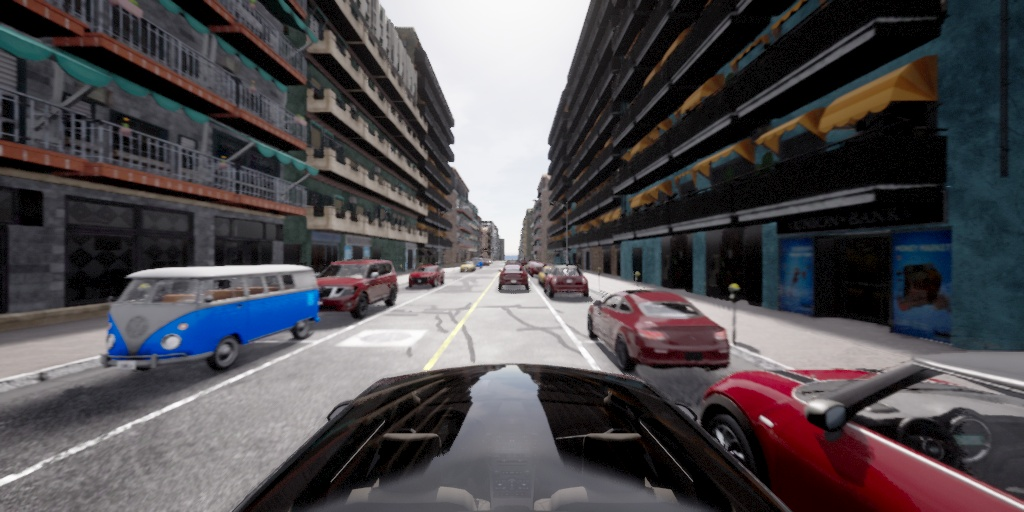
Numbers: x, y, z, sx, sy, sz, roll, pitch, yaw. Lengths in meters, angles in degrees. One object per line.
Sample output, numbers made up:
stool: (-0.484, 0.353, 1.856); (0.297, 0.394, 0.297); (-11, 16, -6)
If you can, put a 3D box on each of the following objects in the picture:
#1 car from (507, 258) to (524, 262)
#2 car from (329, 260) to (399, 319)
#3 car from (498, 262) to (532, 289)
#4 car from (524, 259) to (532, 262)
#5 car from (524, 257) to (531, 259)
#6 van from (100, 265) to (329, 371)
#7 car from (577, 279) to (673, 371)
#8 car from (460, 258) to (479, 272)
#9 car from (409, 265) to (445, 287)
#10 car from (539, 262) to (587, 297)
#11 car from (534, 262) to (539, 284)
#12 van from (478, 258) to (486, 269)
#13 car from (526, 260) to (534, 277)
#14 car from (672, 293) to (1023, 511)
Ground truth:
car: (0.093, 1.157, 46.541); (2.097, 1.767, 4.553); (0, 0, 0)
car: (-5.692, 1.069, 13.051); (2.192, 1.841, 5.009); (0, 0, 0)
car: (0.098, 1.293, 22.953); (1.812, 1.442, 4.674); (0, 0, 0)
car: (2.684, 1.340, 41.343); (1.888, 1.381, 4.507); (0, 0, 0)
car: (2.680, 1.169, 63.983); (2.192, 1.841, 5.009); (0, 0, 0)
van: (-5.691, 1.090, 7.392); (1.690, 1.789, 3.998); (0, 0, 0)
car: (2.689, 1.331, 7.371); (1.802, 1.307, 4.207); (0, 0, 0)
car: (-5.698, 1.331, 46.852); (1.751, 1.417, 4.829); (0, 0, 0)
car: (-5.694, 1.314, 24.374); (1.888, 1.381, 4.507); (0, 0, 0)
car: (2.687, 1.200, 18.690); (1.967, 1.591, 4.097); (0, 0, 0)
car: (2.686, 1.295, 24.522); (1.751, 1.417, 4.829); (0, 0, 0)
van: (-5.700, 1.177, 58.345); (1.690, 1.789, 3.998); (0, 0, 0)
car: (2.684, 1.331, 35.677); (1.888, 1.381, 4.507); (0, 0, 0)
car: (2.690, 1.190, 1.708); (1.967, 1.591, 4.097); (0, 0, 0)
